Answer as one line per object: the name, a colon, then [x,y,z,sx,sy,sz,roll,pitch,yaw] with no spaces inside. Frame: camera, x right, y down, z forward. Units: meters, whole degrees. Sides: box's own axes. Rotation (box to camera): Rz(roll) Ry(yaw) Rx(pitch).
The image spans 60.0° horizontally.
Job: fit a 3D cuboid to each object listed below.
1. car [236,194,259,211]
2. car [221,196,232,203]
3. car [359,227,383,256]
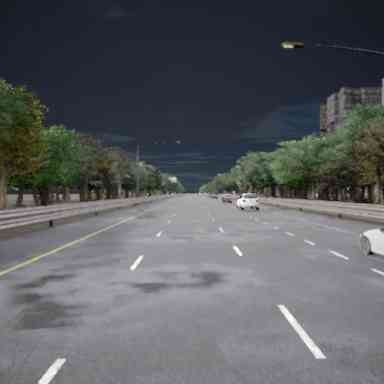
car: [7.006,1.245,42.136,2.150,2.045,5.566,0,0,0]
car: [7.083,1.583,69.179,1.812,1.442,4.674,0,0,0]
car: [6.997,1.536,10.175,1.812,1.442,4.674,0,0,0]
